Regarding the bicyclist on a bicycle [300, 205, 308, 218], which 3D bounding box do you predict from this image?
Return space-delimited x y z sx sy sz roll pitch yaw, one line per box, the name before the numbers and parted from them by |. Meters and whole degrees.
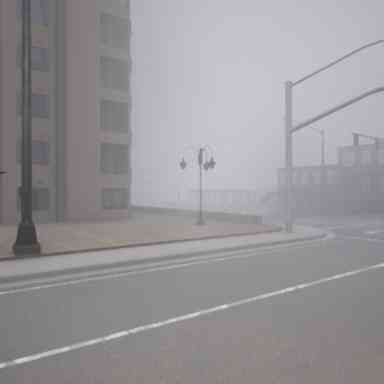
bicyclist on a bicycle | 13.690 2.402 40.756 1.656 1.620 0.582 0 -7 -35
